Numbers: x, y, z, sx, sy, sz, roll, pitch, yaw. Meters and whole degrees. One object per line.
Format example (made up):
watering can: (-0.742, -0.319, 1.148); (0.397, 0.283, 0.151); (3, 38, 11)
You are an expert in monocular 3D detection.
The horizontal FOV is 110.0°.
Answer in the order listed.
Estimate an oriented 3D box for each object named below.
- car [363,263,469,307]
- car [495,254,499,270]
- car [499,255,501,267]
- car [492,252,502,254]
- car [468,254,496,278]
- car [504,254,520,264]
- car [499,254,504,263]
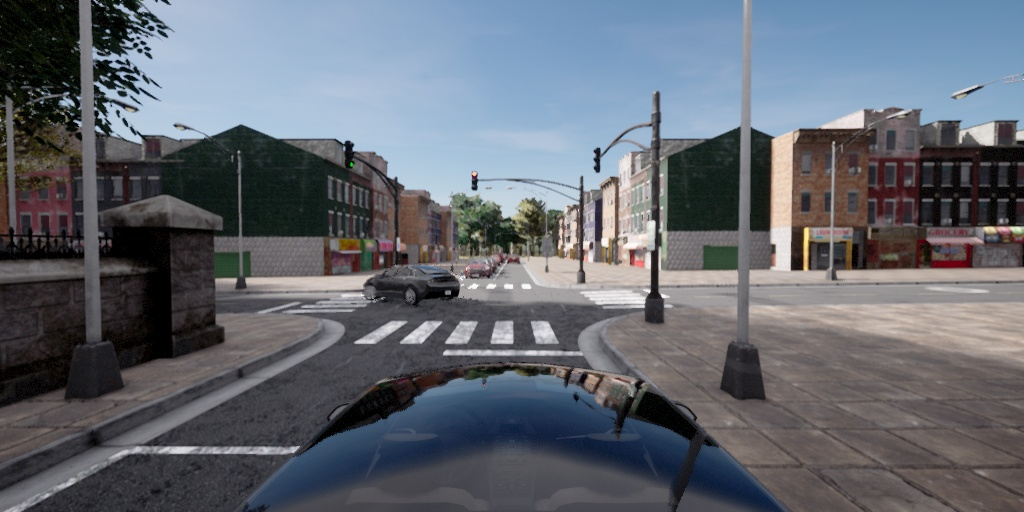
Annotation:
car: (-4.277, 1.132, 14.885); (4.892, 1.490, 1.837); (0, -2, 39)
car: (-2.521, 0.806, 33.554); (1.967, 1.591, 4.097); (0, 0, 0)
car: (-2.500, 0.870, 38.988); (1.948, 1.339, 4.313); (0, 0, 0)
car: (-2.802, 0.519, 60.918); (1.801, 1.575, 5.366); (0, 1, 0)
car: (-2.541, 0.869, 28.120); (1.967, 1.591, 4.097); (0, 0, 0)
car: (0.273, 0.431, 59.339); (2.097, 1.767, 4.553); (0, 1, 1)
car: (-2.458, 0.728, 49.856); (1.888, 1.381, 4.507); (0, 0, 0)
